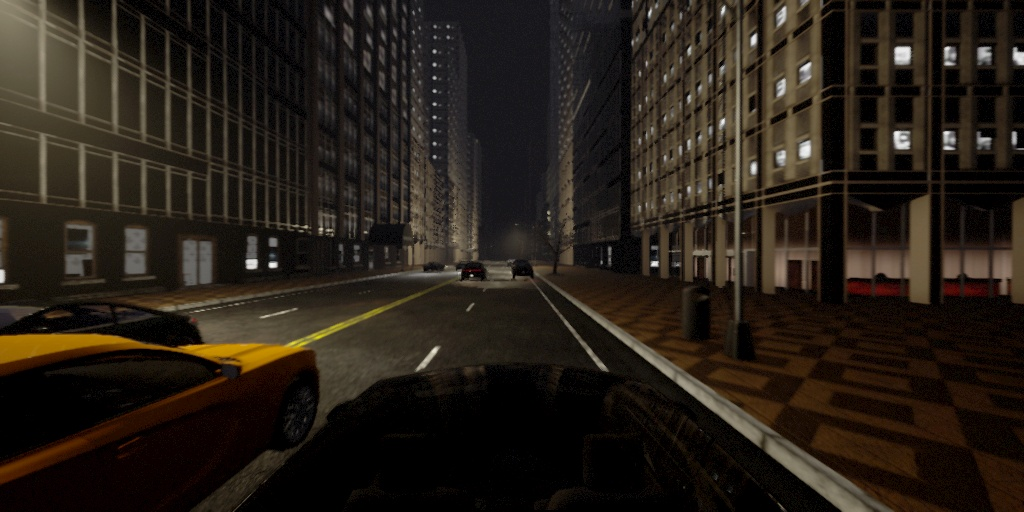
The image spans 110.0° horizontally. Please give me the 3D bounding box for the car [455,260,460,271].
[{"bbox_3d":[-6.556,1.293,49.054,2.128,1.511,4.902,0,0,1],"label":"car"}]

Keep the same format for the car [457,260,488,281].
[{"bbox_3d":[-3.153,1.271,30.458,1.837,1.490,4.892,0,0,0],"label":"car"}]

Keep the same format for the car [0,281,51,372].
[{"bbox_3d":[-9.849,1.241,4.382,2.128,1.511,4.902,0,0,0],"label":"car"}]

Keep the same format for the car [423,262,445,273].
[{"bbox_3d":[-9.817,1.395,45.208,1.895,1.301,4.718,0,0,0],"label":"car"}]

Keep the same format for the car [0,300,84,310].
[{"bbox_3d":[-6.598,1.314,4.755,1.994,1.385,4.181,0,0,0],"label":"car"}]

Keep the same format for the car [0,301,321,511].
[{"bbox_3d":[-3.149,1.228,2.165,1.882,1.535,5.008,0,0,0],"label":"car"}]

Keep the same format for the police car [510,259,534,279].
[{"bbox_3d":[0.972,1.195,32.855,1.930,1.638,5.238,0,0,0],"label":"police car"}]
